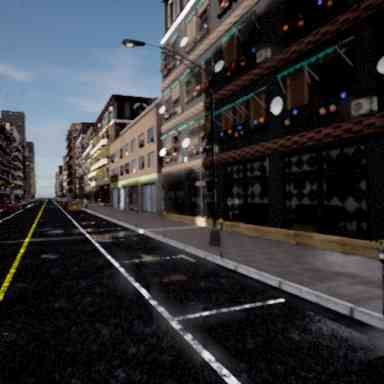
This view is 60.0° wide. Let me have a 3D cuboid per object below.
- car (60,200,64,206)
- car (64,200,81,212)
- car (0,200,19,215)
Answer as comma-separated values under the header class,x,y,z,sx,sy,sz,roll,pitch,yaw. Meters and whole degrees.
class,x,y,z,sx,sy,sz,roll,pitch,yaw
car,-20.850,2.172,56.497,1.887,1.381,4.507,-1,0,-23
car,-16.460,2.030,46.300,1.752,1.417,4.829,-1,0,-23
car,-24.093,1.936,42.834,2.192,1.841,5.009,-1,0,-23
